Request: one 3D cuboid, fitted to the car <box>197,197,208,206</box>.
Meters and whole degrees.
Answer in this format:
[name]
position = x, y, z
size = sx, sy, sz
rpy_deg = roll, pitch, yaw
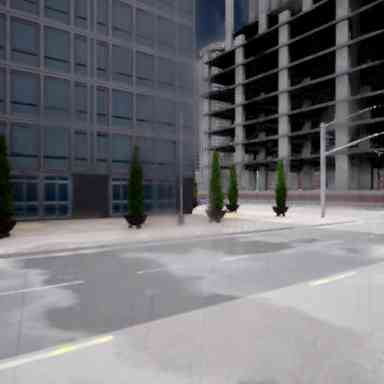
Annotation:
[car]
position = 1.574, 1.603, 56.038
size = 1.812, 1.442, 4.674
rpy_deg = 0, 0, -36
